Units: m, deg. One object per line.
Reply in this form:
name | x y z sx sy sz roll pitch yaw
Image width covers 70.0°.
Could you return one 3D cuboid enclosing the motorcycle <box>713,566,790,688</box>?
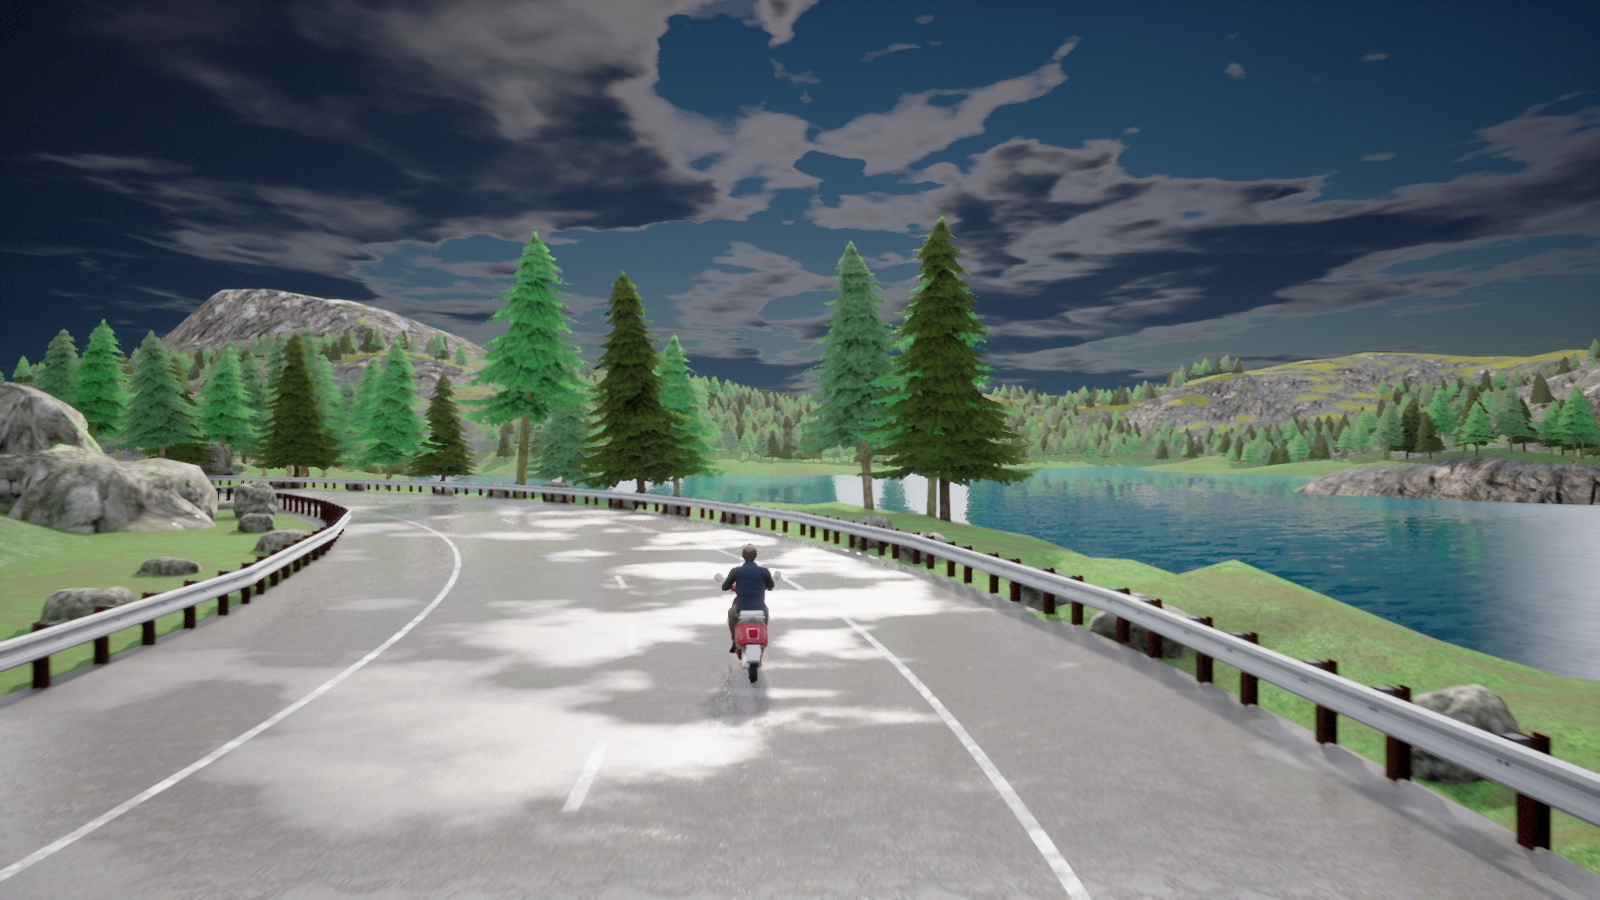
motorcycle | -0.637 2.182 14.407 0.856 1.236 1.805 0 0 -6
